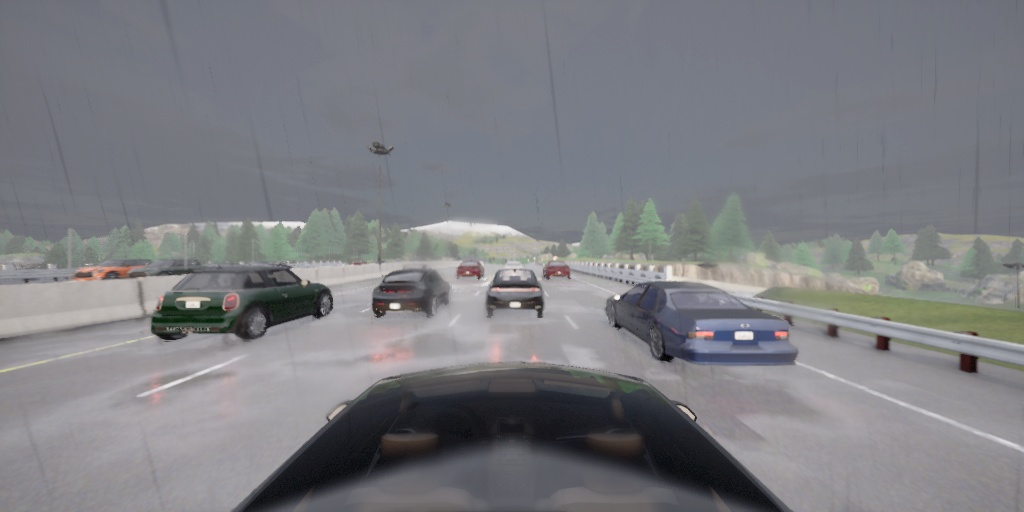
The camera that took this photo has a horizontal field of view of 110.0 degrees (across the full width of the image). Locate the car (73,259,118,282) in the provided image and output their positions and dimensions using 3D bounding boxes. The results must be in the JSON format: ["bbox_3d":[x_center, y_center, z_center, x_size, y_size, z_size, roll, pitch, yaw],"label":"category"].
[{"bbox_3d":[-28.075,0.989,25.709,2.097,1.767,4.553,0,0,0],"label":"car"}]

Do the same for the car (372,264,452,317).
[{"bbox_3d":[-3.395,1.205,12.857,1.837,1.490,4.892,0,0,0],"label":"car"}]

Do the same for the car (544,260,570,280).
[{"bbox_3d":[3.627,1.105,29.839,1.882,1.535,5.008,0,0,0],"label":"car"}]

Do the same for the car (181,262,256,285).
[{"bbox_3d":[-21.076,1.202,25.970,1.994,1.385,4.181,0,0,0],"label":"car"}]

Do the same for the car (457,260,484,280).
[{"bbox_3d":[-3.379,1.103,29.827,1.882,1.535,5.008,0,0,0],"label":"car"}]

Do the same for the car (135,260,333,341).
[{"bbox_3d":[-6.902,1.064,9.888,2.097,1.767,4.553,0,0,0],"label":"car"}]

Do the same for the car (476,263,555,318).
[{"bbox_3d":[0.105,1.193,12.839,2.128,1.511,4.902,0,0,0],"label":"car"}]

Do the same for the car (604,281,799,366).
[{"bbox_3d":[3.598,1.270,8.062,2.033,1.411,5.357,0,0,0],"label":"car"}]

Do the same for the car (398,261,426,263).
[{"bbox_3d":[-6.883,1.240,26.493,1.895,1.301,4.718,0,0,0],"label":"car"}]

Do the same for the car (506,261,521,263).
[{"bbox_3d":[0.120,1.155,29.283,1.812,1.442,4.674,0,0,0],"label":"car"}]

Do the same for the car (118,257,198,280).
[{"bbox_3d":[-24.576,0.990,25.726,2.097,1.767,4.553,0,0,0],"label":"car"}]
